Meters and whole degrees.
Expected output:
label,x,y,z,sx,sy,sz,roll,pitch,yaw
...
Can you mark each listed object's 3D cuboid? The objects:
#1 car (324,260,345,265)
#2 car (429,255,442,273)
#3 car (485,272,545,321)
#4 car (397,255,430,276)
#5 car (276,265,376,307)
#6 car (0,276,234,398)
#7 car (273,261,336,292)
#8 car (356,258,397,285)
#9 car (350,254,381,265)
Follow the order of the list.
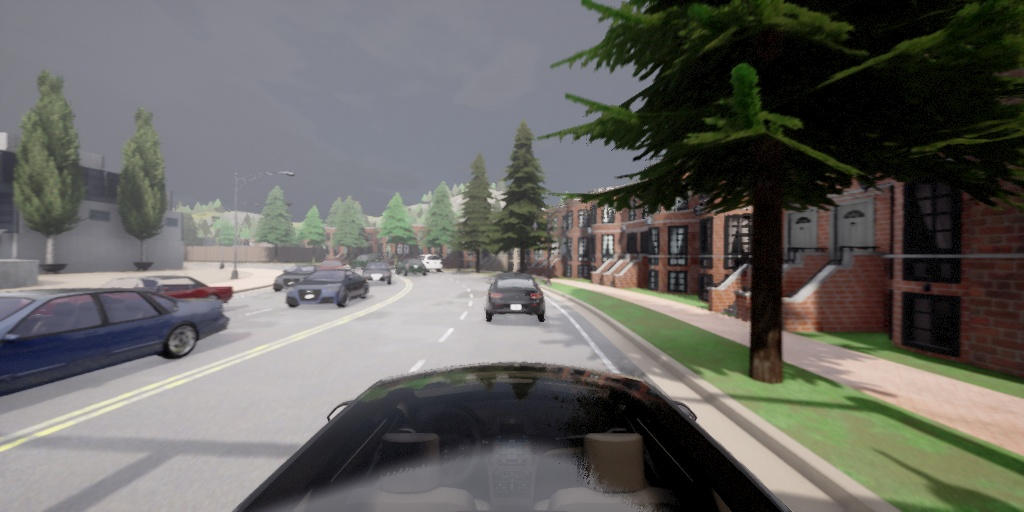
label,x,y,z,sx,sy,sz,roll,pitch,yaw
car,-14.880,1.072,29.566,1.882,1.535,5.008,1,0,-27
car,-10.096,0.877,41.931,2.150,2.045,5.566,1,0,-36
car,0.056,1.282,12.408,1.812,1.442,4.674,1,0,-2
car,-10.052,1.006,35.442,2.097,1.767,4.553,1,0,-30
car,-7.336,1.237,14.679,1.994,1.385,4.181,1,0,-5
car,-7.098,1.219,5.439,2.033,1.411,5.357,1,0,1
car,-11.615,1.191,20.076,1.994,1.385,4.181,1,0,-14
car,-9.303,1.147,24.918,2.128,1.511,4.902,1,0,-19
car,-18.799,0.781,46.434,5.566,2.045,2.150,1,0,42
